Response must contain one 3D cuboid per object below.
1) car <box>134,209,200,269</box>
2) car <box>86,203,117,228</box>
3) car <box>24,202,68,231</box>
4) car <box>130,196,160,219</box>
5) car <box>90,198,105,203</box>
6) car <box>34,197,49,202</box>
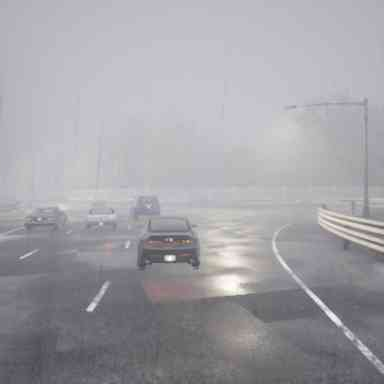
[{"bbox_3d":[-0.827,1.545,11.372,1.837,1.490,4.892,0,0,-6],"label":"car"},{"bbox_3d":[-6.149,1.700,22.873,1.895,1.301,4.718,0,0,-13],"label":"car"},{"bbox_3d":[-9.454,1.656,21.831,2.033,1.411,5.357,0,0,-13],"label":"car"},{"bbox_3d":[-4.187,1.334,29.430,2.150,2.045,5.566,0,0,-15],"label":"car"},{"bbox_3d":[-16.390,1.777,57.624,1.812,1.442,4.674,0,0,-31],"label":"car"},{"bbox_3d":[-38.158,2.017,84.131,4.718,1.301,1.895,0,0,42],"label":"car"}]
